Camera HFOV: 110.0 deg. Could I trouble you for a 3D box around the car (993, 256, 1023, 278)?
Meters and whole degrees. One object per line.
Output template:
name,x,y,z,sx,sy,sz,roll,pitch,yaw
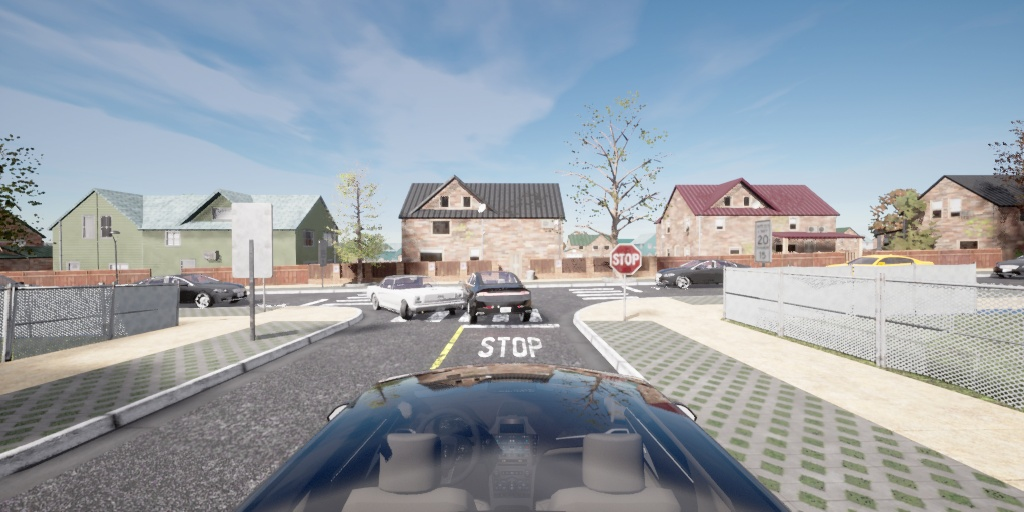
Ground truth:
car,29.397,0.477,19.514,4.902,1.511,2.128,-1,1,0

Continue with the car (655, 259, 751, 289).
car,10.342,0.925,19.453,4.902,1.511,2.128,-1,1,0

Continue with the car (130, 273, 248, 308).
car,-14.892,1.566,16.416,4.902,1.511,2.128,-1,1,0

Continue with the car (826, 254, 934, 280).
car,19.773,0.690,19.483,5.008,1.535,1.882,-1,1,0

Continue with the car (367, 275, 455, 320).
car,-3.595,1.367,12.913,1.895,1.301,4.718,0,0,-38

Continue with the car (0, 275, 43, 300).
car,-24.230,1.648,16.382,4.553,1.767,2.097,-1,1,0

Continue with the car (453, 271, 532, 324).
car,-0.678,1.242,12.052,2.128,1.511,4.902,0,0,-12
